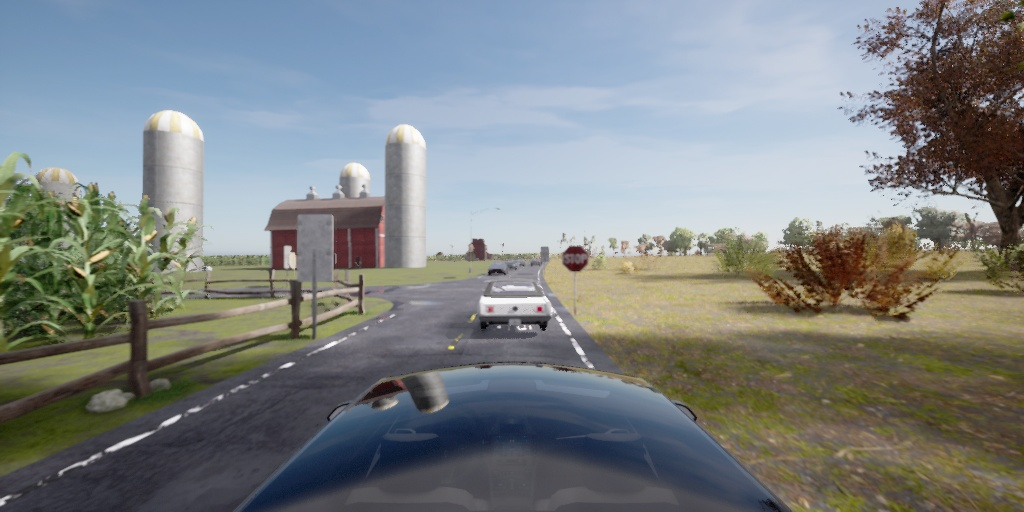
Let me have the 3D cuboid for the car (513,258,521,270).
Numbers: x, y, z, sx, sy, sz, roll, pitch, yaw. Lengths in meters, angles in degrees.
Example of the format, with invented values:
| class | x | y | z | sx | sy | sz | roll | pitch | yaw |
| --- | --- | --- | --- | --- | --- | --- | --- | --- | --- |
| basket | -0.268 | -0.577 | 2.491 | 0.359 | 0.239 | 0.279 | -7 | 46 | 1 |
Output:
| class | x | y | z | sx | sy | sz | roll | pitch | yaw |
| --- | --- | --- | --- | --- | --- | --- | --- | --- | --- |
| car | -0.272 | 1.284 | 50.801 | 1.994 | 1.385 | 4.181 | 0 | 0 | 6 |

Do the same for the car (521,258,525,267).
| class | x | y | z | sx | sy | sz | roll | pitch | yaw |
| --- | --- | --- | --- | --- | --- | --- | --- | --- | --- |
| car | 1.368 | 1.189 | 65.265 | 2.128 | 1.511 | 4.902 | 0 | 0 | 7 |

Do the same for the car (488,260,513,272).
| class | x | y | z | sx | sy | sz | roll | pitch | yaw |
| --- | --- | --- | --- | --- | --- | --- | --- | --- | --- |
| car | -1.385 | 1.282 | 38.193 | 2.033 | 1.411 | 5.357 | 0 | 0 | 4 |

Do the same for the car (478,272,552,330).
| class | x | y | z | sx | sy | sz | roll | pitch | yaw |
| --- | --- | --- | --- | --- | --- | --- | --- | --- | --- |
| car | -0.011 | 1.350 | 11.133 | 1.895 | 1.301 | 4.718 | 0 | 0 | -2 |
